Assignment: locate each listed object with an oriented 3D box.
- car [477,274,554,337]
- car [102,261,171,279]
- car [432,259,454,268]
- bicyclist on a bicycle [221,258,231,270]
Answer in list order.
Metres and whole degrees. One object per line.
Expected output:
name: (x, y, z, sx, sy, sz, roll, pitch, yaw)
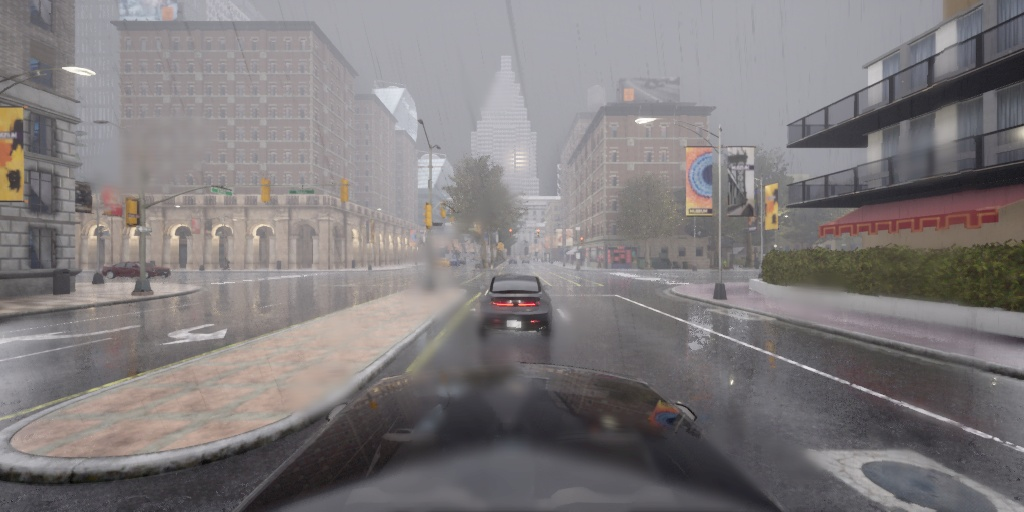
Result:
car: (0.097, 1.255, 10.269, 1.837, 1.490, 4.892, 0, 0, 0)
car: (-33.648, 1.228, 32.230, 5.008, 1.535, 1.882, 0, 0, 0)
car: (-11.440, 1.228, 59.601, 1.882, 1.535, 5.008, 0, 0, 0)
bicyclist on a bicycle: (-37.195, 1.050, 46.688, 0.582, 1.620, 1.656, 0, 0, 0)
